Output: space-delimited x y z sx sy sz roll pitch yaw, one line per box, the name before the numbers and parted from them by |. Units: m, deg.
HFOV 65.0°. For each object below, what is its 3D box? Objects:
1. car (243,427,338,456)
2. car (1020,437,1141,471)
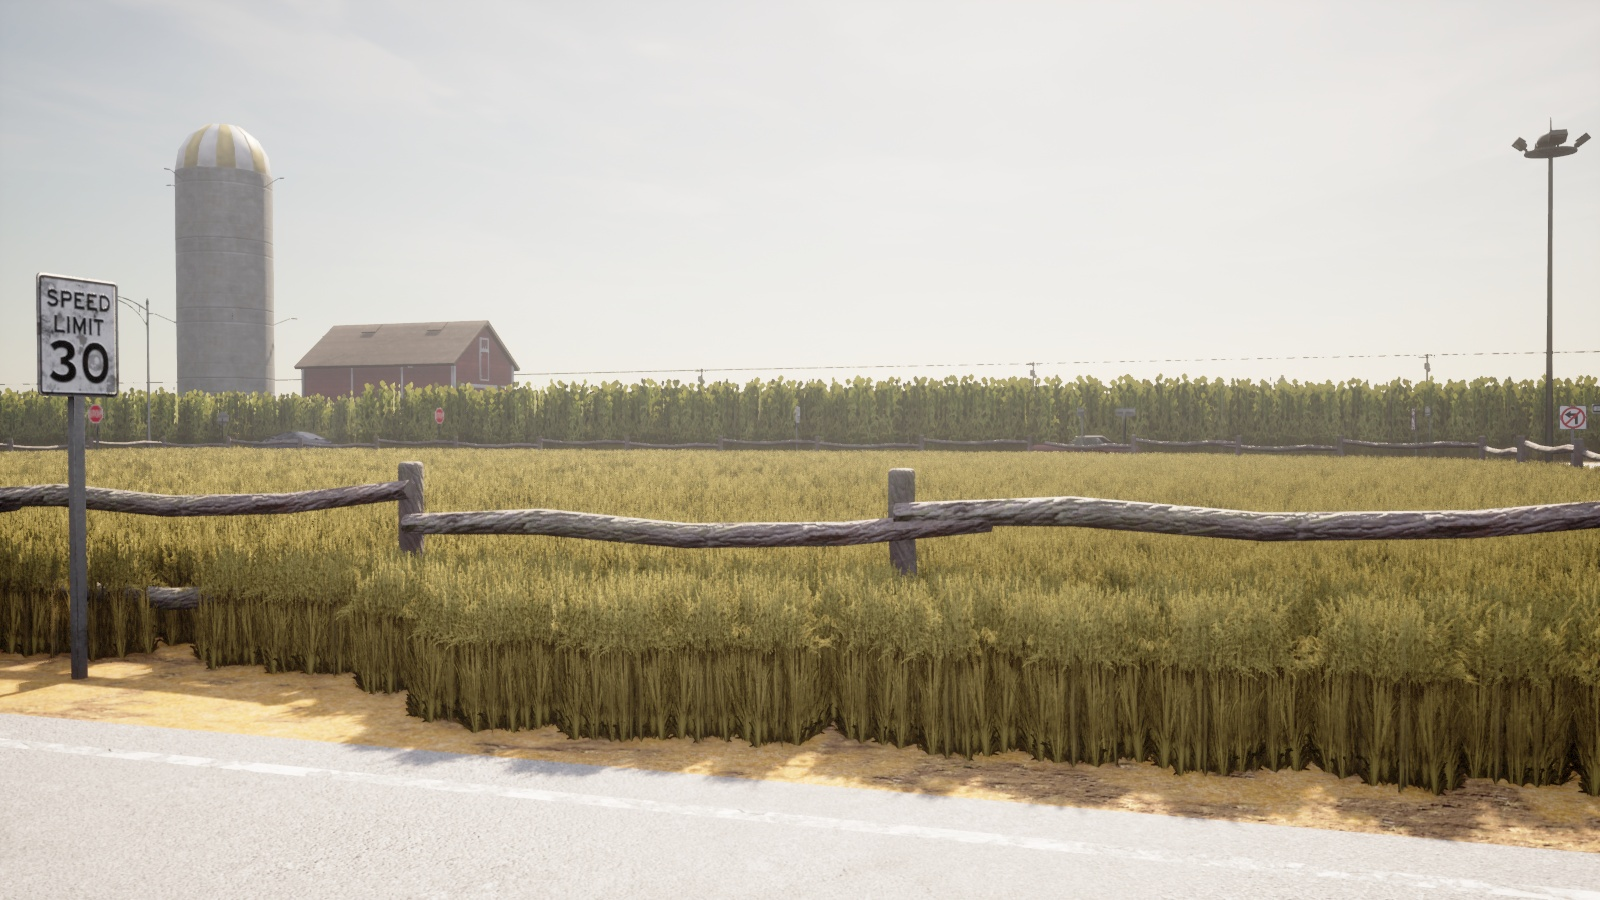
car | -25.748 -0.459 63.485 4.181 1.385 1.994 1 1 19
car | 11.342 0.151 51.017 4.718 1.301 1.895 0 1 11
